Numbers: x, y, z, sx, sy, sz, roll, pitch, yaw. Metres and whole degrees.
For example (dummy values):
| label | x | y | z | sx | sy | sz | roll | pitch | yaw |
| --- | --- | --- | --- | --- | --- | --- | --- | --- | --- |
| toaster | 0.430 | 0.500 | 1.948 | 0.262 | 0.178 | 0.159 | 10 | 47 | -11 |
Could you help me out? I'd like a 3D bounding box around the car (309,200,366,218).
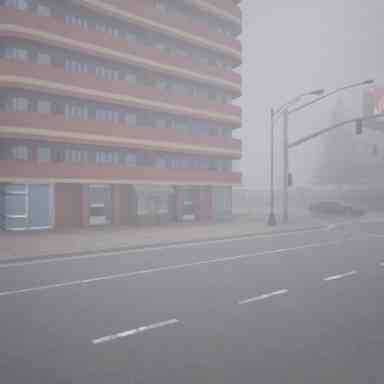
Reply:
| label | x | y | z | sx | sy | sz | roll | pitch | yaw |
| --- | --- | --- | --- | --- | --- | --- | --- | --- | --- |
| car | 13.136 | 1.478 | 30.273 | 1.882 | 1.535 | 5.008 | 0 | 0 | -36 |
